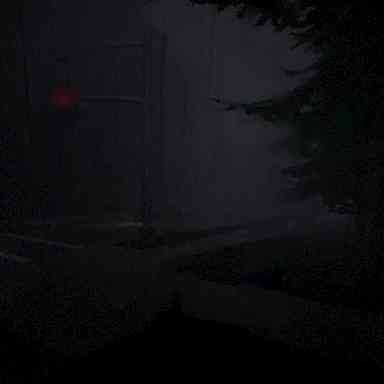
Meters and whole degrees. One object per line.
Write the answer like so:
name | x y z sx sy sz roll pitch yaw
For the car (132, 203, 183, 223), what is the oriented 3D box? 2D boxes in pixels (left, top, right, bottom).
car | -2.546 1.533 25.213 1.994 1.385 4.181 0 0 37

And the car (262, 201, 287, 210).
car | 10.732 1.495 42.939 1.812 1.442 4.674 0 0 37
